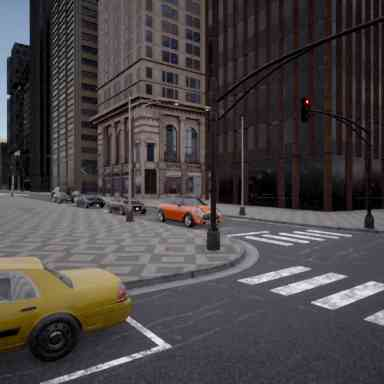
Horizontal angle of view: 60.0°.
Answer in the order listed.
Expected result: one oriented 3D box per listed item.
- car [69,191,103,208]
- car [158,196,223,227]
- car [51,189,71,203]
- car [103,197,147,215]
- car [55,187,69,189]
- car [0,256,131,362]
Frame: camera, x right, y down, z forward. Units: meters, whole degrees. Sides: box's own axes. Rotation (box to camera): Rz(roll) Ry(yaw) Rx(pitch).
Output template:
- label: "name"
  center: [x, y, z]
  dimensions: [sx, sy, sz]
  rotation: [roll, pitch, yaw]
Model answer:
- label: "car"
  center: [-10.826, 0.893, 34.952]
  dimensions: [2.033, 1.411, 5.357]
  rotation: [0, 1, -35]
- label: "car"
  center: [-0.200, 1.050, 20.116]
  dimensions: [2.097, 1.767, 4.553]
  rotation: [0, 1, -36]
- label: "car"
  center: [-16.667, 0.662, 43.156]
  dimensions: [1.837, 1.490, 4.892]
  rotation: [0, 1, -36]
- label: "car"
  center: [-5.399, 1.088, 27.372]
  dimensions: [1.994, 1.385, 4.181]
  rotation: [0, 1, -36]
- label: "car"
  center: [-21.929, 0.133, 55.767]
  dimensions: [2.150, 2.045, 5.566]
  rotation: [0, 1, -36]
- label: "car"
  center: [-3.233, 1.525, 4.343]
  dimensions: [4.829, 1.417, 1.752]
  rotation: [0, 0, -36]
